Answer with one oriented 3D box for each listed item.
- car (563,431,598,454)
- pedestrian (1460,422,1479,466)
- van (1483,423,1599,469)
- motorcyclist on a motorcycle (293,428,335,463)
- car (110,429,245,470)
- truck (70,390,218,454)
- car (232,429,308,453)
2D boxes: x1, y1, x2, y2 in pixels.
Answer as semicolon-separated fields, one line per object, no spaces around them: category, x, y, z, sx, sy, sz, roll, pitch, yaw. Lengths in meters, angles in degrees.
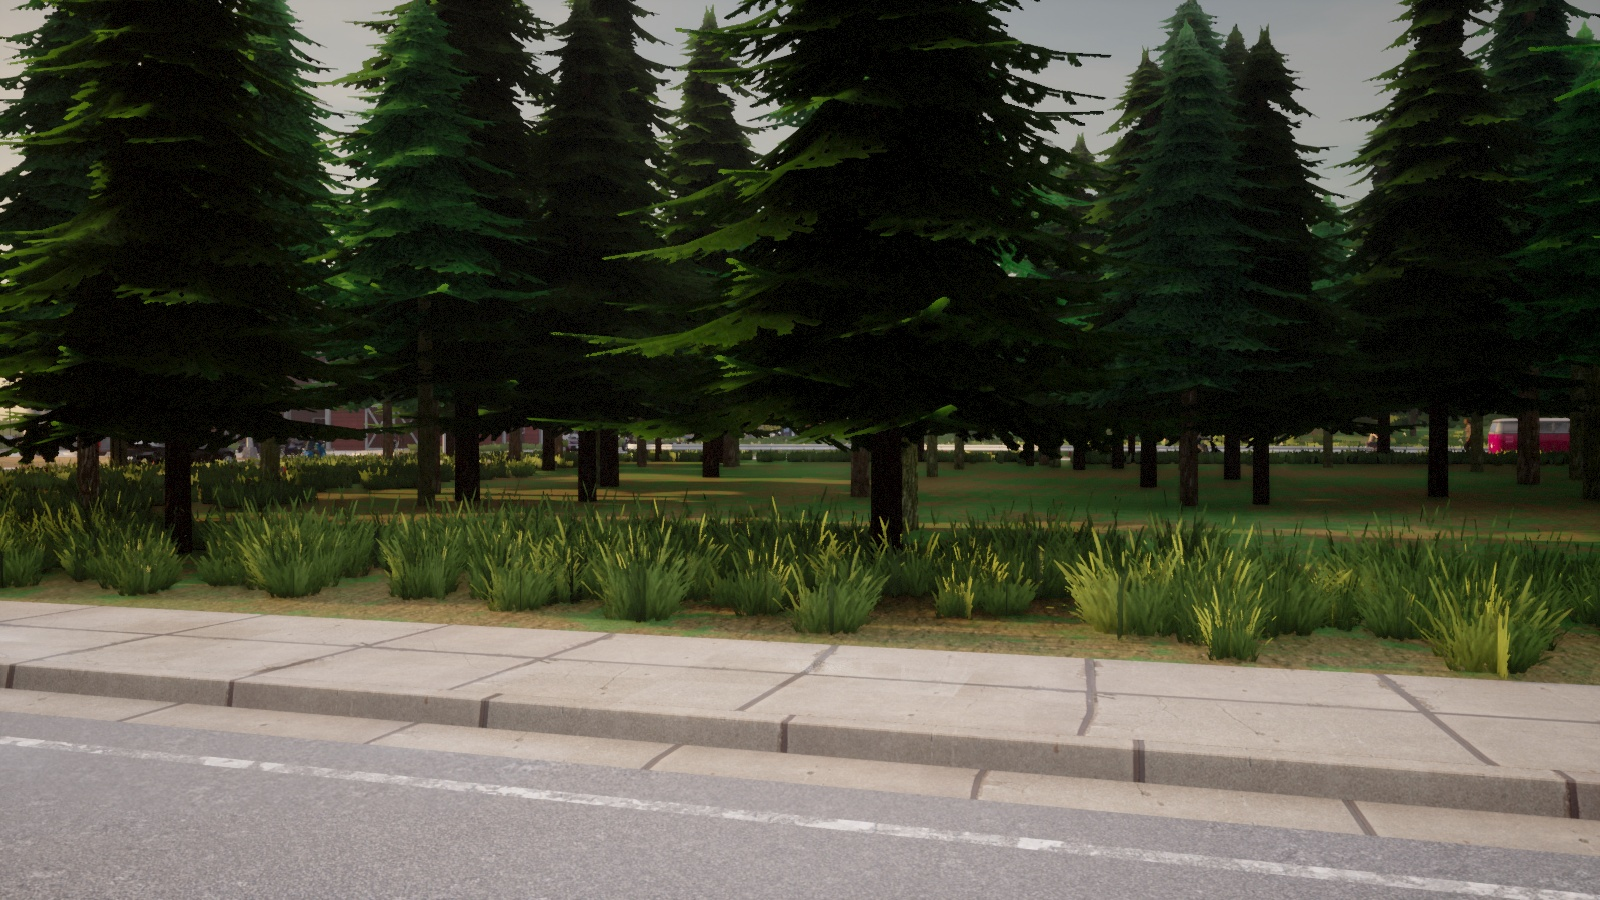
car;-14.383;-0.512;82.457;1.816;1.474;4.193;0;1;-5
pedestrian;28.061;-0.249;52.661;0.634;1.846;0.331;1;1;19
van;33.020;-0.189;55.749;4.442;1.987;1.775;1;1;19
motorcyclist on a motorcycle;-22.386;-0.204;57.883;0.866;1.590;1.817;1;1;17
car;-24.790;-0.066;50.212;1.882;1.535;5.008;1;1;17
truck;-40.800;-1.746;78.091;8.468;3.827;2.891;0;1;16
car;-33.602;-0.570;79.644;4.193;1.474;1.816;1;1;16
